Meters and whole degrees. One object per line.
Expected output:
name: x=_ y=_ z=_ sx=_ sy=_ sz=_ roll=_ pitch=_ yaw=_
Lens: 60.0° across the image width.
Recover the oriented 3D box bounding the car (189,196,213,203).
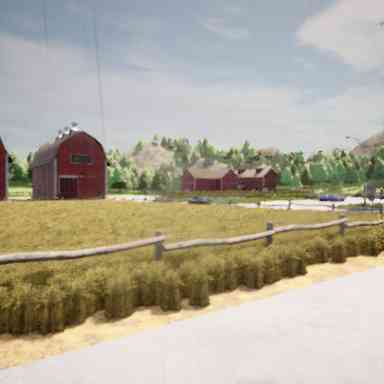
car: x=1.289 y=1.386 z=51.058 sx=1.812 sy=1.442 sz=4.674 roll=0 pitch=0 yaw=-35

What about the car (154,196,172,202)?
car: x=-5.333 y=1.424 z=60.151 sx=1.994 sy=1.385 sz=4.181 roll=0 pitch=0 yaw=-36

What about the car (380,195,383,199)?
car: x=46.683 y=0.883 z=78.761 sx=1.905 sy=1.878 sz=3.866 roll=0 pitch=0 yaw=-36

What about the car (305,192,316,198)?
car: x=30.630 y=0.937 z=83.429 sx=1.932 sy=1.855 sz=4.605 roll=0 pitch=0 yaw=-36

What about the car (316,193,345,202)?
car: x=27.159 y=1.182 z=64.455 sx=2.242 sy=1.667 sz=4.611 roll=0 pitch=0 yaw=-36
